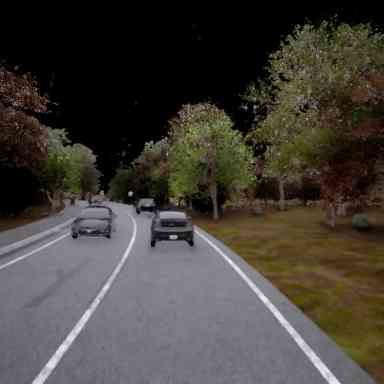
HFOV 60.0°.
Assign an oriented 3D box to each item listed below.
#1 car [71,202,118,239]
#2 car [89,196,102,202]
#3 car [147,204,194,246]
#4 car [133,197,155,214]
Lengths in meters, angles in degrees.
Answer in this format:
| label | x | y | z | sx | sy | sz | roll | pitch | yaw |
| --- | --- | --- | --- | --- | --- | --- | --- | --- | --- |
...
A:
| label | x | y | z | sx | sy | sz | roll | pitch | yaw |
| --- | --- | --- | --- | --- | --- | --- | --- | --- | --- |
| car | -4.987 | 1.506 | 17.395 | 1.837 | 1.490 | 4.892 | 1 | 0 | -9 |
| car | -16.590 | 1.447 | 57.029 | 1.994 | 1.385 | 4.181 | 2 | 0 | -21 |
| car | -1.020 | 1.536 | 15.583 | 1.837 | 1.490 | 4.892 | 1 | 0 | -7 |
| car | -5.081 | 1.398 | 35.612 | 2.097 | 1.767 | 4.553 | 1 | 0 | -16 |
